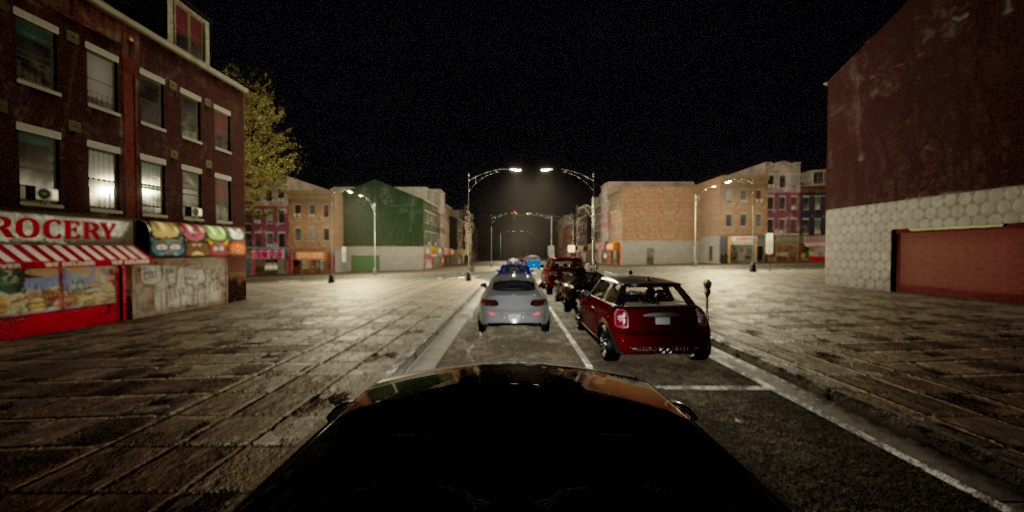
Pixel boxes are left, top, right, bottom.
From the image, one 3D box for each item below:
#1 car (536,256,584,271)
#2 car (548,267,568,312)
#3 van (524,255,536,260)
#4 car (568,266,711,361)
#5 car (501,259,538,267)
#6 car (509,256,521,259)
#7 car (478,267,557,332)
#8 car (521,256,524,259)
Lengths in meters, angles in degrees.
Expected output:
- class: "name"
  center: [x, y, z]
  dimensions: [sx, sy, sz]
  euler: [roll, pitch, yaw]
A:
- class: "car"
  center: [2.670, 0.960, 19.017]
  dimensions: [2.192, 1.841, 5.009]
  euler: [0, 0, 0]
- class: "car"
  center: [2.659, 1.243, 13.615]
  dimensions: [1.948, 1.339, 4.313]
  euler: [0, 0, 0]
- class: "van"
  center: [2.720, 0.848, 45.378]
  dimensions: [1.690, 1.789, 3.998]
  euler: [0, 0, 0]
- class: "car"
  center: [2.649, 1.149, 8.213]
  dimensions: [1.967, 1.591, 4.097]
  euler: [0, 0, 0]
- class: "car"
  center: [0.149, 1.125, 18.732]
  dimensions: [1.882, 1.535, 5.008]
  euler: [0, 0, 1]
- class: "car"
  center: [0.196, 1.022, 52.346]
  dimensions: [2.033, 1.411, 5.357]
  euler: [0, 0, 0]
- class: "car"
  center: [0.034, 1.221, 10.486]
  dimensions: [1.812, 1.442, 4.674]
  euler: [0, 0, -1]
- class: "car"
  center: [2.730, 0.796, 50.783]
  dimensions: [2.192, 1.841, 5.009]
  euler: [0, 0, 0]
